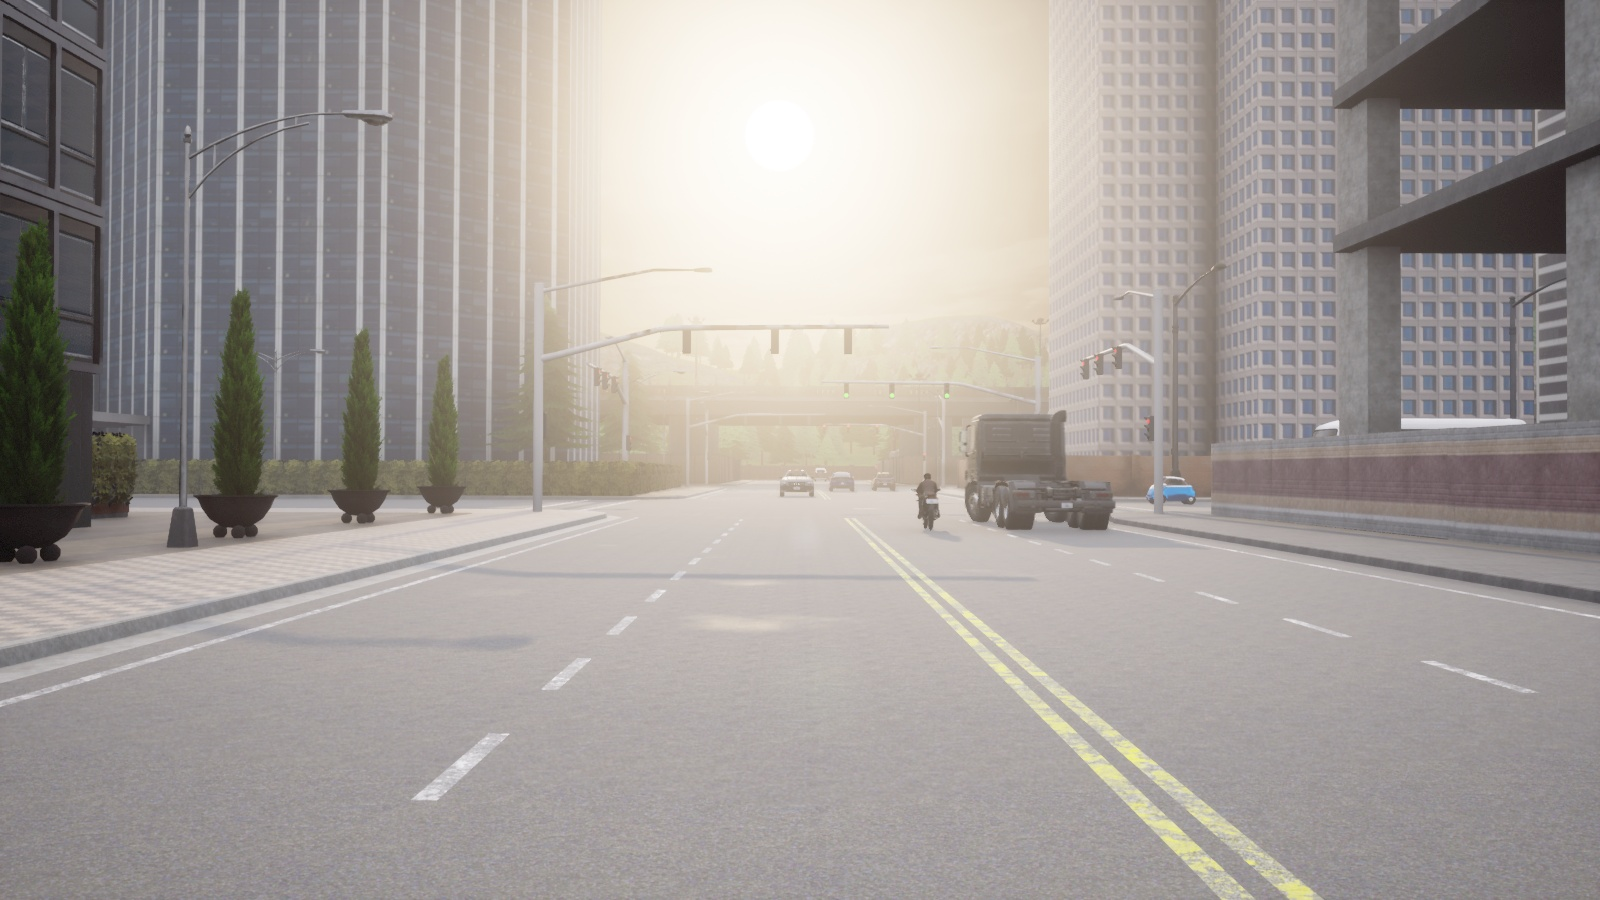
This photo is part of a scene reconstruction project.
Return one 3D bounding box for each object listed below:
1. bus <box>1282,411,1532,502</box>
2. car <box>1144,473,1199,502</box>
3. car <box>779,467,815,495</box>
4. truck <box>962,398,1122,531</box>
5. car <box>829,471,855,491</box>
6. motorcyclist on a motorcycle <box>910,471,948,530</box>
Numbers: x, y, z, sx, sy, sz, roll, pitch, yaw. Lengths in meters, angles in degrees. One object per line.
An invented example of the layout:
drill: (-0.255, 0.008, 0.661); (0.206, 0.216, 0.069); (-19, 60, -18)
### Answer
bus: (29.482, 0.349, 61.421); (10.273, 4.253, 3.944); (0, -1, 0)
car: (18.165, 1.826, 61.453); (2.207, 1.376, 1.481); (0, -1, 0)
car: (-0.183, 1.908, 78.435); (2.152, 1.651, 5.027); (0, -1, 0)
truck: (6.837, 0.423, 36.765); (2.891, 3.462, 7.936); (0, -1, -2)
car: (3.270, 2.425, 98.267); (1.882, 1.535, 5.008); (0, -1, 0)
motorcyclist on a motorcycle: (3.422, 1.344, 33.551); (0.797, 1.523, 2.044); (0, -1, 0)
